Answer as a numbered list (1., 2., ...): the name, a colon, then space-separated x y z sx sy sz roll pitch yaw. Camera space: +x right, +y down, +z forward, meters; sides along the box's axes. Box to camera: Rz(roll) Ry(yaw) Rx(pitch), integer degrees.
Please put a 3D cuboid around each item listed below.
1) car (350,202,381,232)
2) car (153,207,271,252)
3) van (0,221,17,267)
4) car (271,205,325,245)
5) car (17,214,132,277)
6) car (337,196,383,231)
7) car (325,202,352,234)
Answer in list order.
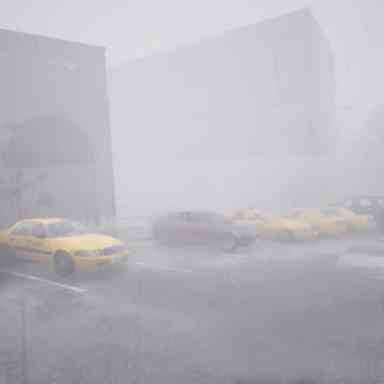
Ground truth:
1. car: 7.629 1.509 19.274 5.366 1.575 1.946 -1 -1 34
2. car: 0.521 1.508 13.918 4.792 1.488 2.163 -1 -1 34
3. van: -6.714 1.273 8.651 4.442 1.987 1.878 -1 -1 35
4. car: 3.078 1.476 15.572 5.366 1.575 1.946 -1 -1 34
5. car: -4.219 1.483 10.349 5.366 1.575 1.946 -1 -1 35
6. car: 10.187 1.283 20.935 5.566 2.045 2.435 -1 -1 34
7. car: 5.202 1.493 17.525 5.366 1.575 1.946 -1 -1 34
